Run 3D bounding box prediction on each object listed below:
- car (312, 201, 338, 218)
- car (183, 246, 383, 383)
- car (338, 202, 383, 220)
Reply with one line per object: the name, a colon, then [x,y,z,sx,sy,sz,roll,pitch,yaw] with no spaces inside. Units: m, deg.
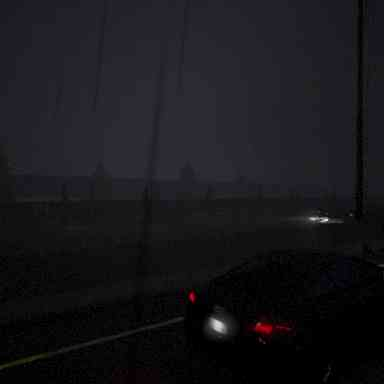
car: [12.746,1.545,30.116,4.181,1.385,1.994,0,0,-34]
car: [1.944,1.561,5.133,4.181,1.385,1.994,0,0,-36]
car: [14.142,1.508,26.851,4.674,1.442,1.812,0,0,-34]
